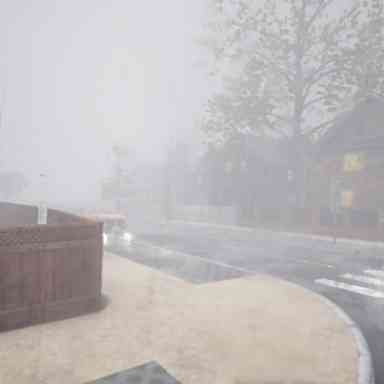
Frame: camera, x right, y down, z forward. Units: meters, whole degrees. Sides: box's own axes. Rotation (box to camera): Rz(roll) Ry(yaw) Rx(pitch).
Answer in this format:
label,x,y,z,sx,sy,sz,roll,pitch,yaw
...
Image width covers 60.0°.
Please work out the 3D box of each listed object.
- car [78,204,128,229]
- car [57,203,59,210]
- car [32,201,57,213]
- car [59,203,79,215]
label,x,y,z,sx,sy,sz,roll,pitch,yaw
car,-6.200,1.752,23.492,1.882,1.535,5.008,2,-2,-35
car,-20.003,2.305,48.510,1.895,1.301,4.718,2,-2,-35
car,-19.291,1.907,42.645,2.097,1.767,4.553,2,-2,-35
car,-14.358,2.102,40.421,1.812,1.442,4.674,2,-2,-34
